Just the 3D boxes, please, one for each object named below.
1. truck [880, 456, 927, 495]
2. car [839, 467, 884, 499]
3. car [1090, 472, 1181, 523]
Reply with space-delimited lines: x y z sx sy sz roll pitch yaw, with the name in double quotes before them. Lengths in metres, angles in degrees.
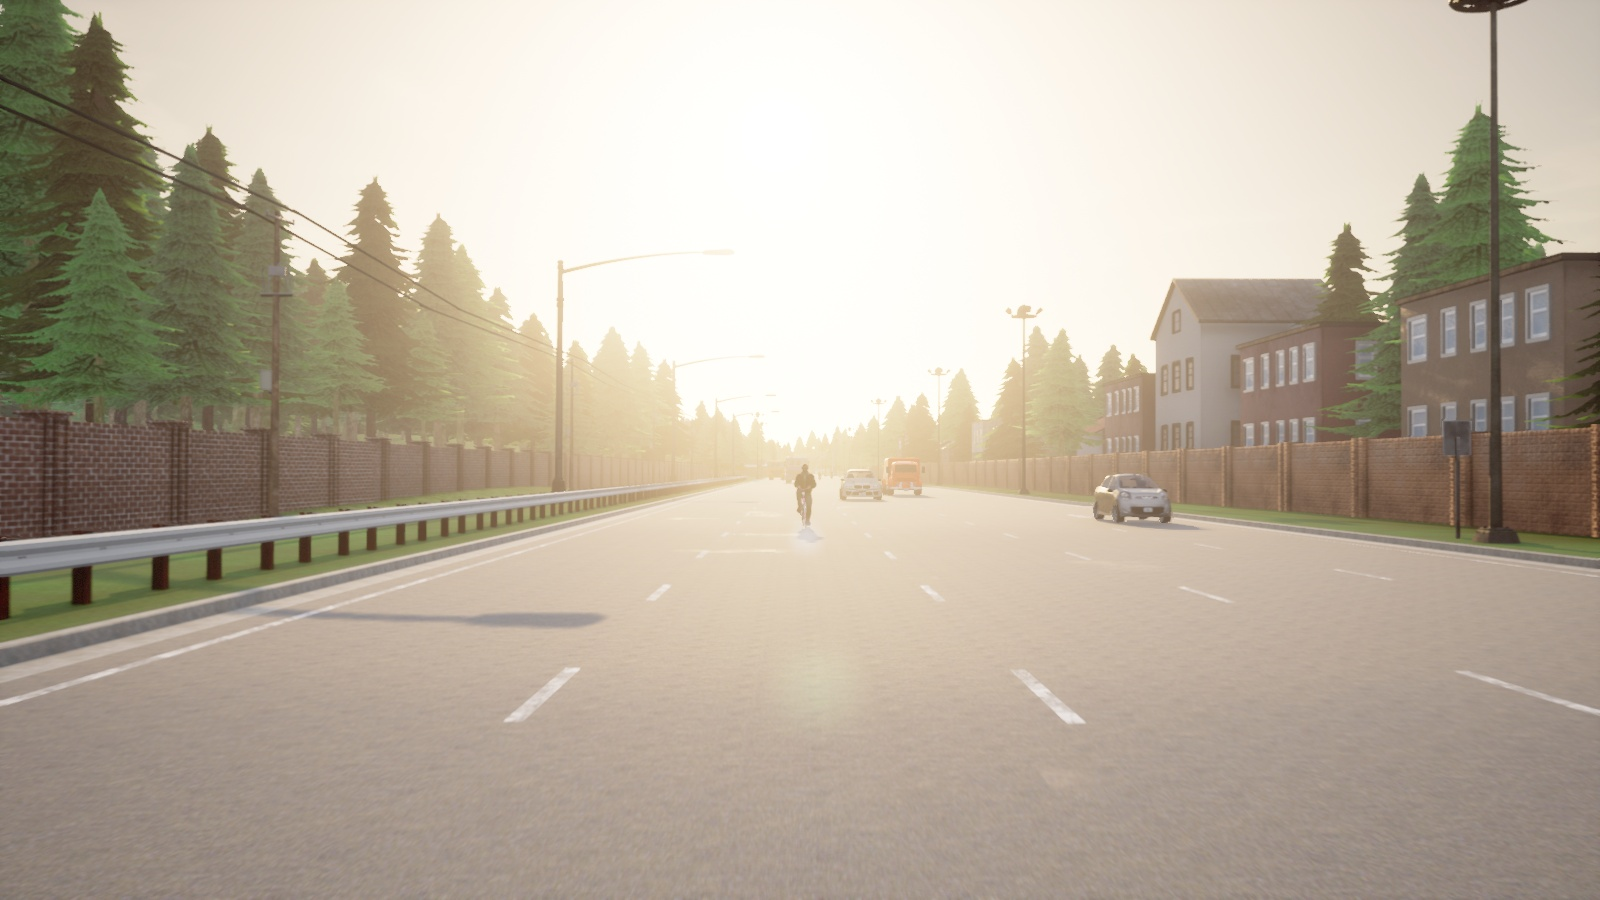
"truck" 6.794 1.688 82.872 2.627 2.467 5.204 0 -1 0
"car" 3.329 1.802 69.081 2.242 1.667 4.611 0 -1 0
"car" 10.403 1.443 39.214 1.845 1.501 3.633 0 -1 0
